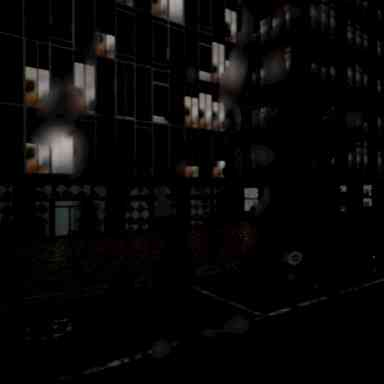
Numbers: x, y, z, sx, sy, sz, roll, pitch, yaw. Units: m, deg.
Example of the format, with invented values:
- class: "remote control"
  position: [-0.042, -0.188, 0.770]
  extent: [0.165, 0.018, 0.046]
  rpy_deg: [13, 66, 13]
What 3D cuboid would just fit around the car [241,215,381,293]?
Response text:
- class: "car"
  position: [3.200, 1.467, 8.852]
  extent: [4.097, 1.590, 1.967]
  rpy_deg: [0, -1, -35]
